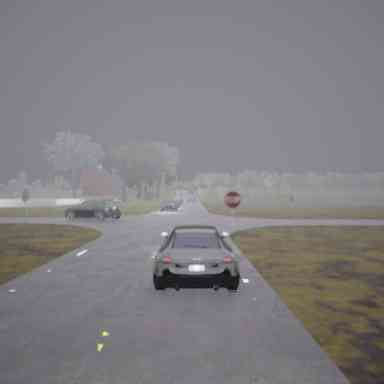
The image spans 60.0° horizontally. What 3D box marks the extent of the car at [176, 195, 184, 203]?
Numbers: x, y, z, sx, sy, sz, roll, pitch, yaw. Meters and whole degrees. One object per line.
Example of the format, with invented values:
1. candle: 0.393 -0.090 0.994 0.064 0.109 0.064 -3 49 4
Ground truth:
1. car: -2.760 1.577 59.798 1.882 1.535 5.008 0 0 0

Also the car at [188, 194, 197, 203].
1. car: 0.019 1.653 72.785 1.994 1.385 4.181 0 0 0

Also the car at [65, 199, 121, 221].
1. car: -8.121 1.388 27.108 4.553 1.767 2.097 0 -1 24

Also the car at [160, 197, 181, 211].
1. car: -2.803 1.642 41.243 1.994 1.385 4.181 0 0 0

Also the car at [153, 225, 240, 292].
1. car: 0.083 1.586 9.047 1.994 1.385 4.181 0 0 -1

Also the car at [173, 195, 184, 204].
1. car: -2.732 1.463 69.748 2.097 1.767 4.553 0 0 0

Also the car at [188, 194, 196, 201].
1. car: 0.021 1.300 82.797 2.097 1.767 4.553 0 0 0

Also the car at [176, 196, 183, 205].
1. car: -2.798 1.652 50.137 1.994 1.385 4.181 0 0 0
